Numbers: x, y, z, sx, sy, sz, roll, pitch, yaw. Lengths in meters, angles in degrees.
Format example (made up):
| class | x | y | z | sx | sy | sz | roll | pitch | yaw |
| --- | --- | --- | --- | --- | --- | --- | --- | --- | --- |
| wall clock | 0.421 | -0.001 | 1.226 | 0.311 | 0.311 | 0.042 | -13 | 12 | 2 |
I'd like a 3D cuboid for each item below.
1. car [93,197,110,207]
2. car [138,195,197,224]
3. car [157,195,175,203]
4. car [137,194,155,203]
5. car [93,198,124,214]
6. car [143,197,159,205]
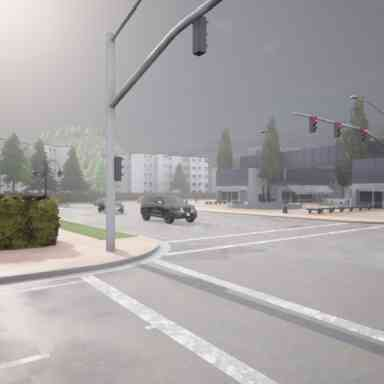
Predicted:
| class | x | y | z | sx | sy | sz | roll | pitch | yaw |
| --- | --- | --- | --- | --- | --- | --- | --- | --- | --- |
| car | -14.143 | 1.565 | 52.229 | 1.994 | 1.385 | 4.181 | 0 | 0 | -6 |
| car | -1.928 | 1.221 | 25.347 | 2.150 | 2.045 | 5.566 | 0 | 0 | -37 |
| car | -5.314 | 1.477 | 69.534 | 1.882 | 1.535 | 5.008 | 0 | 0 | 20 |
| car | -9.329 | 1.352 | 68.065 | 2.097 | 1.767 | 4.553 | 0 | 0 | 15 |
| car | -8.601 | 1.491 | 35.064 | 2.128 | 1.511 | 4.902 | 0 | 0 | -29 |
| car | -7.228 | 1.547 | 59.070 | 2.033 | 1.411 | 5.357 | 0 | 0 | 3 |
